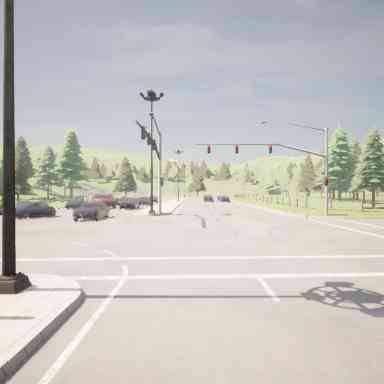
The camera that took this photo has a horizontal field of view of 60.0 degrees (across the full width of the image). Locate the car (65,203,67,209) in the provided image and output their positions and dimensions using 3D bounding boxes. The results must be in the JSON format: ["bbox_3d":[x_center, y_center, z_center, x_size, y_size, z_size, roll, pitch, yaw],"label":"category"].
[{"bbox_3d":[-15.050,1.563,43.813,1.994,1.385,4.181,0,0,0],"label":"car"}]

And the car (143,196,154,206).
[{"bbox_3d":[-8.024,1.504,55.462,1.837,1.490,4.892,0,0,0],"label":"car"}]

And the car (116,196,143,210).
[{"bbox_3d":[-8.052,1.477,42.949,1.882,1.535,5.008,0,0,0],"label":"car"}]

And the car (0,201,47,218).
[{"bbox_3d":[-15.943,1.564,31.399,1.994,1.385,4.181,0,0,12],"label":"car"}]

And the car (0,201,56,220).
[{"bbox_3d":[-13.761,1.564,28.279,1.994,1.385,4.181,0,0,30],"label":"car"}]

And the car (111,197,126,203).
[{"bbox_3d":[-14.930,1.601,67.850,1.895,1.301,4.718,0,0,0],"label":"car"}]

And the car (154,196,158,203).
[{"bbox_3d":[-7.927,1.547,68.932,2.033,1.411,5.357,0,0,0],"label":"car"}]

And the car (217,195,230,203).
[{"bbox_3d":[7.095,1.478,72.242,1.882,1.535,5.008,0,0,1],"label":"car"}]

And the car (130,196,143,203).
[{"bbox_3d":[-11.429,1.600,68.673,1.895,1.301,4.718,0,0,0],"label":"car"}]

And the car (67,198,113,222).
[{"bbox_3d":[-8.073,1.504,26.854,1.837,1.490,4.892,0,0,0],"label":"car"}]

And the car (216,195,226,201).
[{"bbox_3d":[7.340,1.525,84.312,2.128,1.511,4.902,0,0,2],"label":"car"}]

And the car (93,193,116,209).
[{"bbox_3d":[-11.550,1.221,43.551,2.150,2.045,5.566,0,0,0],"label":"car"}]

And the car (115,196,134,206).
[{"bbox_3d":[-11.523,1.490,56.995,2.128,1.511,4.902,0,0,0],"label":"car"}]

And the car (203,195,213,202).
[{"bbox_3d":[3.633,1.355,75.307,2.097,1.767,4.553,0,0,1],"label":"car"}]

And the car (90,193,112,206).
[{"bbox_3d":[-15.031,1.223,55.090,2.150,2.045,5.566,0,0,0],"label":"car"}]
